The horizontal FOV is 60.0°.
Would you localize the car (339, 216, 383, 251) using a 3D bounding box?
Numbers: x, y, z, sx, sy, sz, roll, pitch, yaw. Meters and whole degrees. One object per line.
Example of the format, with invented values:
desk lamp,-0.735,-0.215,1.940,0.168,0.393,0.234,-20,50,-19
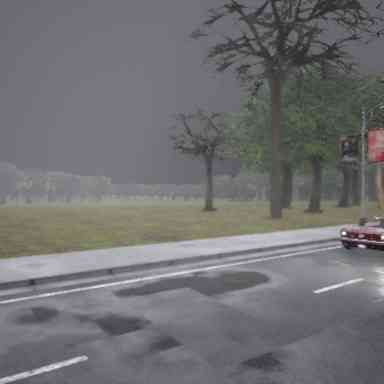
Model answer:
car,7.962,1.669,13.376,4.718,1.301,1.895,0,0,-36
